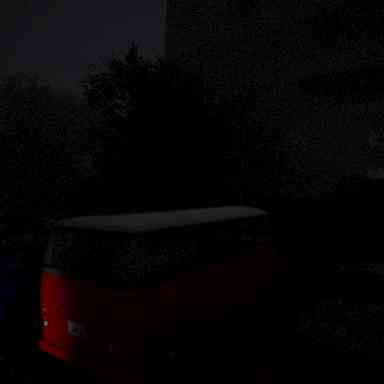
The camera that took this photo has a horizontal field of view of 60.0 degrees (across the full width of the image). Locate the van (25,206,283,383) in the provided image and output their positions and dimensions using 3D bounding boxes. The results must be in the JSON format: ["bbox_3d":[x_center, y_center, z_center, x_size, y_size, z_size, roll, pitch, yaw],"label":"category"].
[{"bbox_3d":[-0.014,1.259,5.440,1.878,1.987,4.442,0,0,36],"label":"van"}]

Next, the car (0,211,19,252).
[{"bbox_3d":[-9.153,1.531,11.871,2.163,1.488,4.792,0,0,36],"label":"car"}]

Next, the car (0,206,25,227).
[{"bbox_3d":[-4.644,1.367,8.571,2.185,1.767,4.553,0,0,36],"label":"car"}]

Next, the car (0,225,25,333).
[{"bbox_3d":[-2.339,1.518,6.995,2.163,1.488,4.792,0,0,36],"label":"car"}]
